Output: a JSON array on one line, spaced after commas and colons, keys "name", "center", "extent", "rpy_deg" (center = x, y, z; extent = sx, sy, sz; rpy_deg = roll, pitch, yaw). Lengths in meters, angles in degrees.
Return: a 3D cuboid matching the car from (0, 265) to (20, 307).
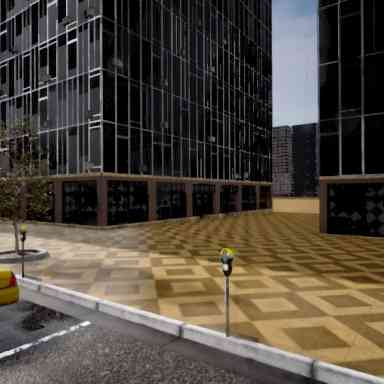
[{"name": "car", "center": [-5.333, 1.528, 6.663], "extent": [4.829, 1.417, 1.752], "rpy_deg": [0, 0, 35]}]
